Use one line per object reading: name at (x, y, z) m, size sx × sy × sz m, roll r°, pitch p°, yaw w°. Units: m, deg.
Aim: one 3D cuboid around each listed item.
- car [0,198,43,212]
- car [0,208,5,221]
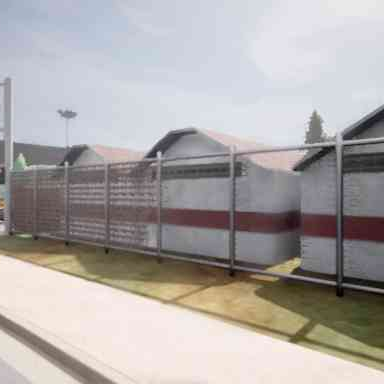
car at (-21.661, 1.577, 41.925) m, size 2.128 × 1.511 × 4.902 m, roll 0°, pitch 0°, yaw 39°
car at (-12.497, 1.601, 25.714) m, size 2.033 × 1.411 × 5.357 m, roll 0°, pitch 0°, yaw 45°
